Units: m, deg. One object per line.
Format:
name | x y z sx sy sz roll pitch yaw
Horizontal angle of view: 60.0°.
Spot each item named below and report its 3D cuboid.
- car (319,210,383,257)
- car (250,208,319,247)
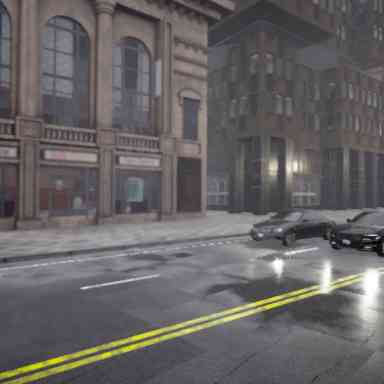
car | 7.362 1.438 12.923 5.008 1.535 1.882 0 0 -35
car | 4.699 1.489 15.005 4.674 1.442 1.812 0 0 -36
